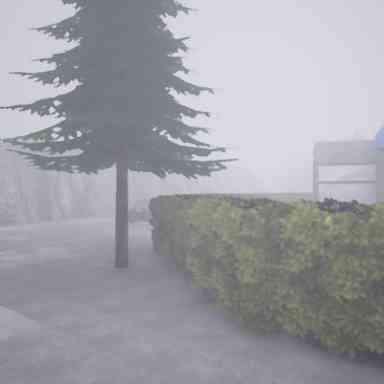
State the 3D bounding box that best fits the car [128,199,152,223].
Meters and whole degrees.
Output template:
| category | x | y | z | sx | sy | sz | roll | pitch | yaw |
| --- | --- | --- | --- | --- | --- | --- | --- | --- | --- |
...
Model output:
| category | x | y | z | sx | sy | sz | roll | pitch | yaw |
| --- | --- | --- | --- | --- | --- | --- | --- | --- | --- |
| car | -2.330 | 1.265 | 23.503 | 2.097 | 1.767 | 4.553 | 0 | 0 | 33 |
